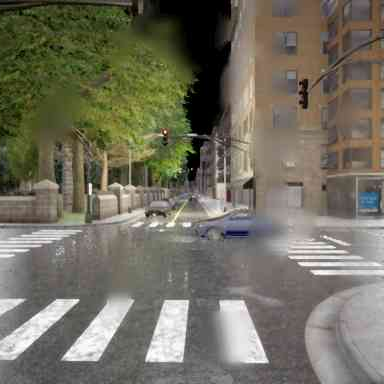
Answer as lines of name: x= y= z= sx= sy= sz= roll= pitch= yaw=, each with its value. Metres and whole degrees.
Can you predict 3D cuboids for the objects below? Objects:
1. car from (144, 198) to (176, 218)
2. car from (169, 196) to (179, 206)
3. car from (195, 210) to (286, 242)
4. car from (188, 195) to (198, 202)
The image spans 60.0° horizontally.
car: x=-2.998 y=1.526 z=30.708 sx=2.033 sy=1.411 sz=5.357 roll=0 pitch=0 yaw=4
car: x=-2.997 y=1.464 z=40.780 sx=1.837 sy=1.490 sz=4.892 roll=0 pitch=0 yaw=0
car: x=2.252 y=1.566 z=15.778 sx=4.181 sy=1.385 sz=1.994 roll=0 pitch=0 yaw=1
car: x=0.210 y=1.424 z=70.816 sx=1.812 sy=1.442 sz=4.674 roll=0 pitch=0 yaw=0
